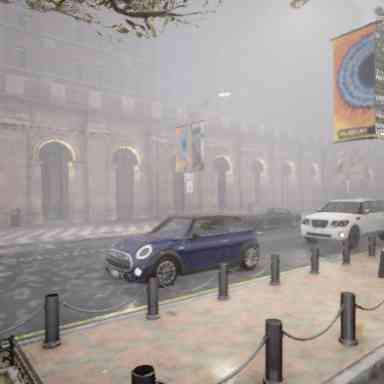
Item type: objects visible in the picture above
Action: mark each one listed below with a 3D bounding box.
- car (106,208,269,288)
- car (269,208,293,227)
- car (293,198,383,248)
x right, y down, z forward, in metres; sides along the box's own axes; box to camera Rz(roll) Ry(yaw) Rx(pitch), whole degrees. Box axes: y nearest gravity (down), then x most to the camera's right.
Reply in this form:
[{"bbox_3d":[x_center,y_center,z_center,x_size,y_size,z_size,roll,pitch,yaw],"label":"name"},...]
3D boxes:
[{"bbox_3d":[-0.138,1.426,9.655,4.553,1.767,2.097,0,-1,-38],"label":"car"},{"bbox_3d":[5.239,1.729,22.300,4.718,1.301,1.895,0,-1,-38],"label":"car"},{"bbox_3d":[7.435,1.295,15.578,5.566,2.045,2.150,0,0,-38],"label":"car"}]
